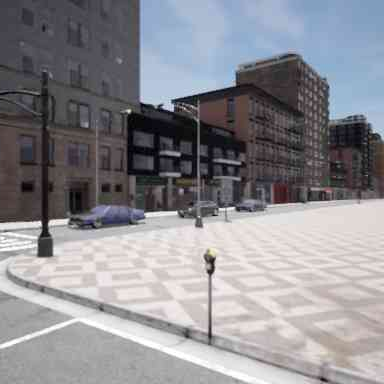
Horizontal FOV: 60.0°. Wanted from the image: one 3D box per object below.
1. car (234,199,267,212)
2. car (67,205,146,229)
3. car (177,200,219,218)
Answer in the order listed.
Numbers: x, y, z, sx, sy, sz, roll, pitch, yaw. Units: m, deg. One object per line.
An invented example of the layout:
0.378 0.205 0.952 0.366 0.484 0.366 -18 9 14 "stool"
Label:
6.918 1.555 38.678 2.033 1.411 5.357 0 0 36 "car"
-5.419 1.541 21.943 2.033 1.411 5.357 0 0 36 "car"
0.617 1.504 30.134 1.837 1.490 4.892 0 0 37 "car"
